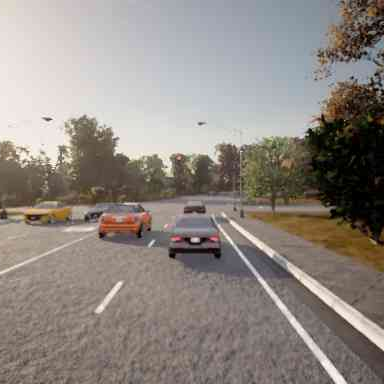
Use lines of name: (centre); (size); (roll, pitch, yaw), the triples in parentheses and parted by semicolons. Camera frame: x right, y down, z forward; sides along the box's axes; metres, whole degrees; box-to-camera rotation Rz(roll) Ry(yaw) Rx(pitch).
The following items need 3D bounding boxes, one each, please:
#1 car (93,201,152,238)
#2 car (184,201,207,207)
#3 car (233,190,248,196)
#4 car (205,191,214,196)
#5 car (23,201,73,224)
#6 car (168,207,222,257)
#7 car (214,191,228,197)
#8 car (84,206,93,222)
car: (-3.385, 1.328, 17.639); (2.097, 1.767, 4.553); (0, 0, 0)
car: (0.289, 1.473, 28.533); (1.882, 1.535, 5.008); (0, 0, 2)
car: (13.060, 0.255, 92.956); (2.128, 1.511, 4.902); (0, 3, 30)
car: (5.595, 0.451, 93.934); (2.033, 1.411, 5.357); (0, 3, 28)
car: (-10.484, 1.465, 24.555); (1.882, 1.535, 5.008); (0, 0, 1)
car: (0.102, 1.524, 12.809); (2.033, 1.411, 5.357); (0, 0, 0)
car: (8.541, 0.474, 92.037); (1.994, 1.385, 4.181); (0, 3, 28)
car: (-6.951, 1.555, 26.116); (1.994, 1.385, 4.181); (0, 0, 2)
